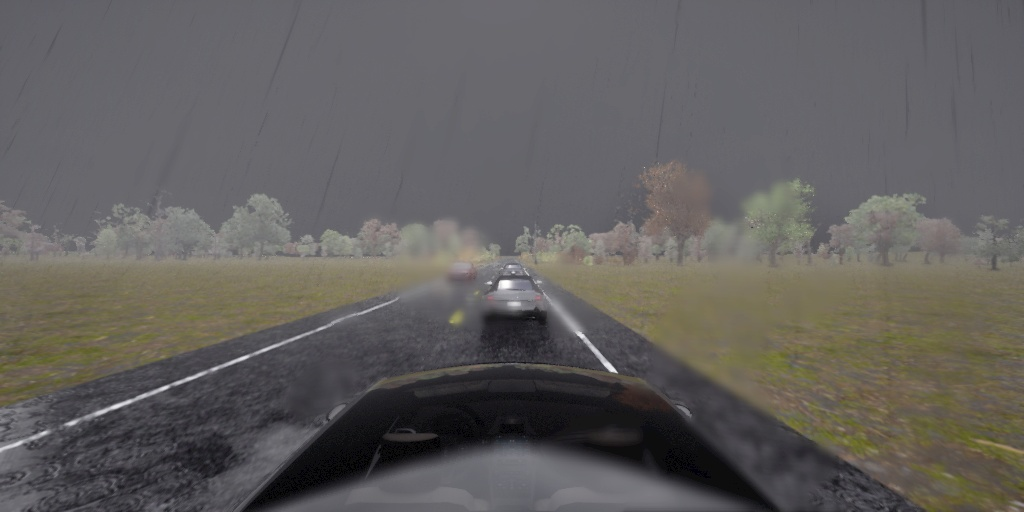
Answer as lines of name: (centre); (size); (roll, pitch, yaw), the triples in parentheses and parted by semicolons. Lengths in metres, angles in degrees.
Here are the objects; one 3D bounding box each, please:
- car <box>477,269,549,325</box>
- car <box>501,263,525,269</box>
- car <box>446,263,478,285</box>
car: (0.099, 1.315, 11.852); (1.994, 1.385, 4.181); (0, 0, 0)
car: (0.098, 1.299, 29.672); (2.033, 1.411, 5.357); (0, 0, 0)
car: (-3.599, 1.229, 26.558); (1.882, 1.535, 5.008); (0, 0, 0)
